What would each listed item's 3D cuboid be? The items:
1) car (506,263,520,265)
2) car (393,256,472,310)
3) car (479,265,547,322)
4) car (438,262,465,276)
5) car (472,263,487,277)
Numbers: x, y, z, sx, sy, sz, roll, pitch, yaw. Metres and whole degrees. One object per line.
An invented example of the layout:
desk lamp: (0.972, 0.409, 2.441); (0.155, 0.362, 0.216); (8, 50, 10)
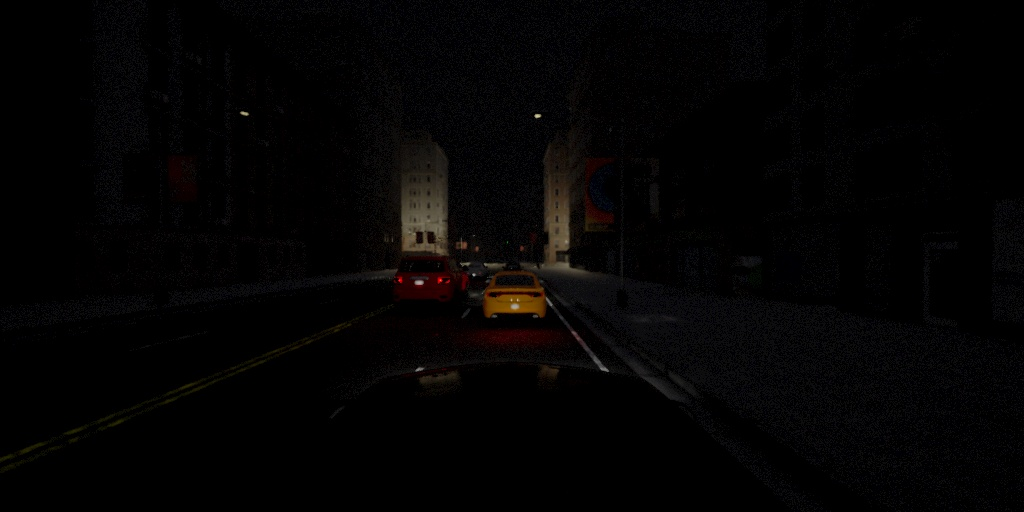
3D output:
car: (0.098, 1.353, 32.128); (1.812, 1.442, 4.674); (0, 0, 0)
car: (-3.155, 1.005, 14.887); (2.150, 2.045, 5.566); (0, 0, 0)
car: (0.089, 1.254, 12.439); (1.882, 1.535, 5.008); (0, 0, 0)
car: (-6.591, 1.394, 39.469); (2.033, 1.411, 5.357); (0, 0, 0)
car: (-3.142, 1.353, 32.049); (1.812, 1.442, 4.674); (0, 0, 0)
